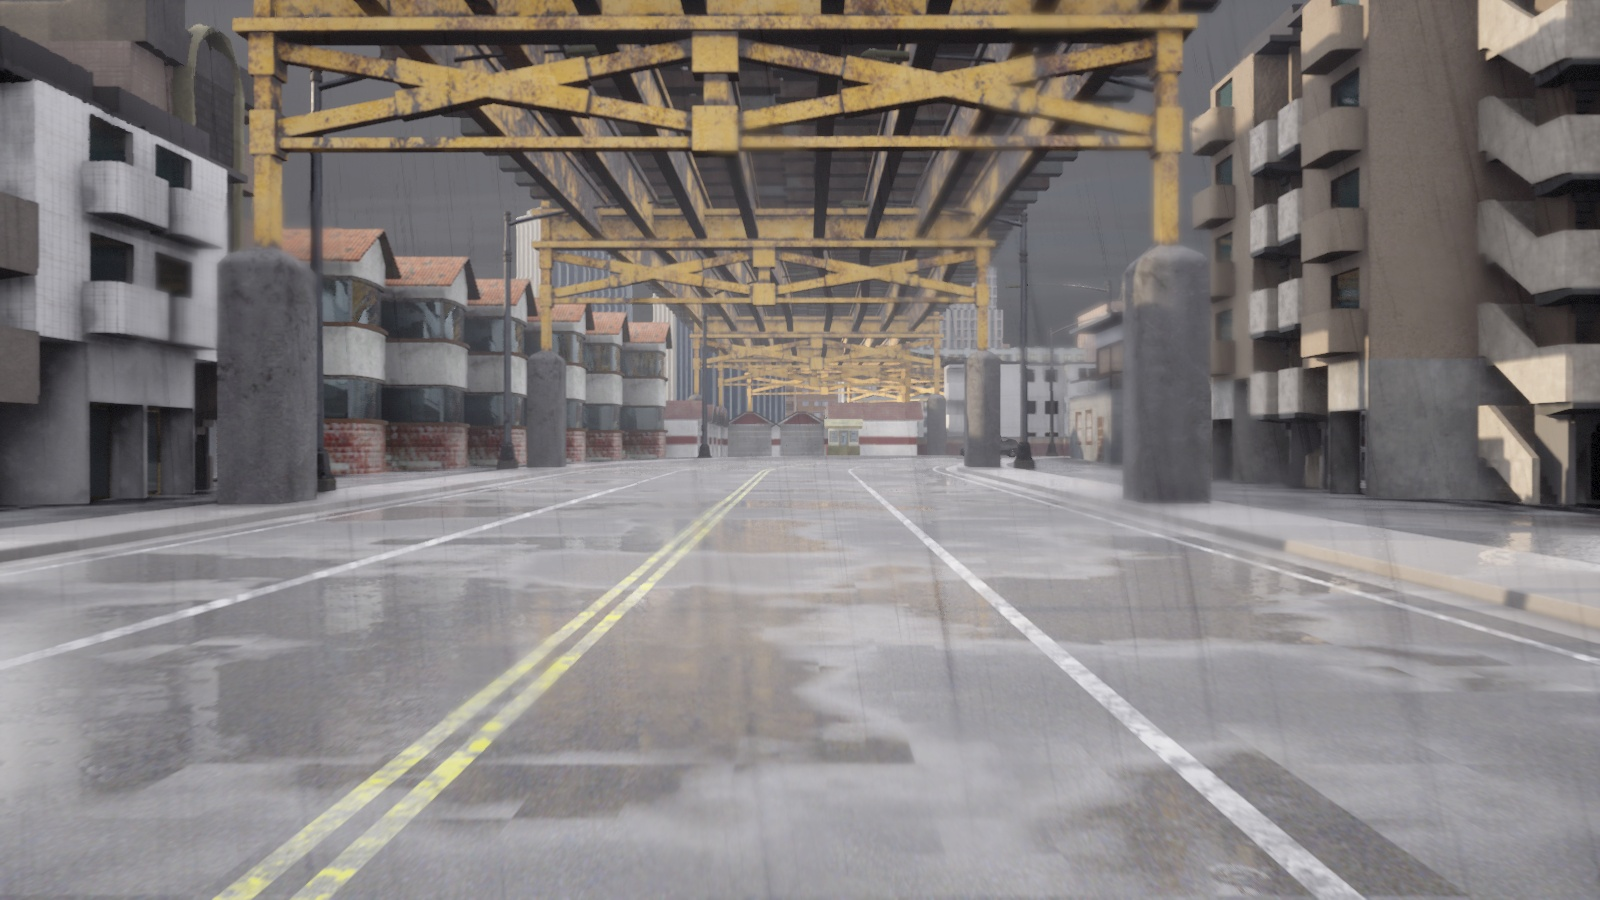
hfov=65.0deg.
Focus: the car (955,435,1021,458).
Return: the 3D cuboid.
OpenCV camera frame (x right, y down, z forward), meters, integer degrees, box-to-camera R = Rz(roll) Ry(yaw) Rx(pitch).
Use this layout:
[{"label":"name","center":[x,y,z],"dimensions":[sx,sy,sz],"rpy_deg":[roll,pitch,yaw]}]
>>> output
[{"label":"car","center":[12.860,-0.234,85.766],"dimensions":[4.514,1.525,2.007],"rpy_deg":[0,0,-40]}]
